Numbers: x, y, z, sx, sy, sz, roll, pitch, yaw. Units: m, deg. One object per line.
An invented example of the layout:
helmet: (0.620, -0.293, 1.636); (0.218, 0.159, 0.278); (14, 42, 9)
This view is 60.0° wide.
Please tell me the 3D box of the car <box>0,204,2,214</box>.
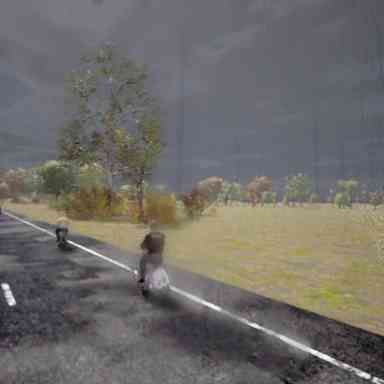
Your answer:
car: (-28.886, 2.197, 48.164); (2.097, 1.767, 4.553); (1, -2, -34)

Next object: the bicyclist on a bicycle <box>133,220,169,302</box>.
bicyclist on a bicycle: (-1.006, 1.540, 7.762); (0.659, 1.776, 1.843); (1, -1, -34)

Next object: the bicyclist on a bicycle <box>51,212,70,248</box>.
bicyclist on a bicycle: (-6.024, 1.734, 15.346); (0.866, 1.612, 1.509); (1, -2, -34)
